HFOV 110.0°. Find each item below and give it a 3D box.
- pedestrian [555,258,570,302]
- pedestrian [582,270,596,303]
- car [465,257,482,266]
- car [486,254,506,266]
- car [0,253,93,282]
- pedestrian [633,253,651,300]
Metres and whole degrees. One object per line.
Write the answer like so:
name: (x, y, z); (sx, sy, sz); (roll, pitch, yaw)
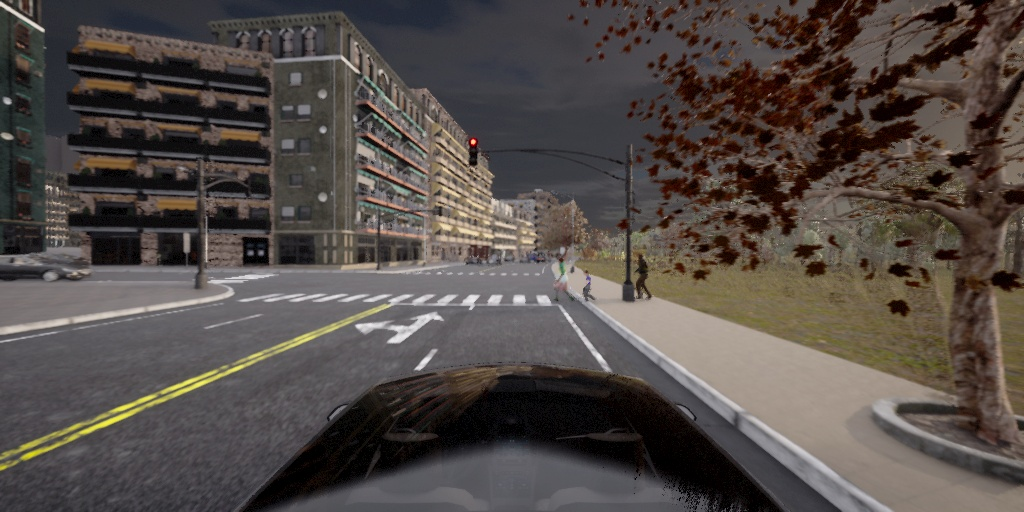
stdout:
pedestrian: (2.039, 0.910, 14.451); (0.375, 1.860, 0.375); (0, 1, 2)
pedestrian: (2.822, 1.047, 13.228); (0.375, 1.300, 0.375); (0, 1, 2)
car: (-6.067, 0.818, 57.227); (1.994, 1.385, 4.181); (0, 0, 8)
car: (-2.846, 0.756, 56.793); (2.128, 1.511, 4.902); (0, 0, 8)
car: (-24.544, 0.647, 18.262); (4.403, 1.370, 2.007); (0, 0, -18)
pedestrian: (4.978, 0.770, 13.764); (0.375, 1.860, 0.375); (0, 1, 2)
